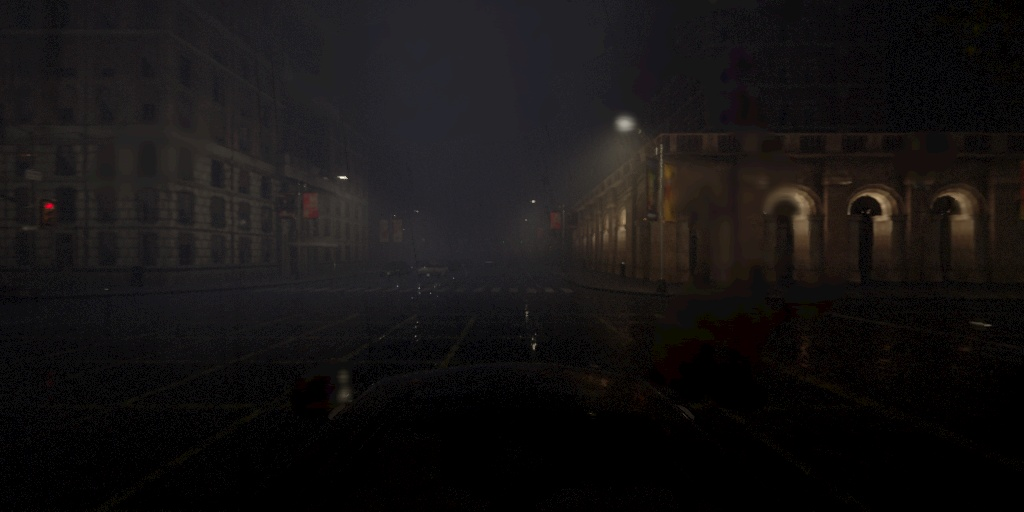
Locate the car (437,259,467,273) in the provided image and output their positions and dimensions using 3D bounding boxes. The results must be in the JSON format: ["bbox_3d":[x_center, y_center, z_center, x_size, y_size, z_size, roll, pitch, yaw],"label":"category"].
[{"bbox_3d":[-7.013,1.229,42.399,2.033,1.411,5.357,0,0,1],"label":"car"}]

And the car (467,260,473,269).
[{"bbox_3d":[-6.862,1.156,52.559,2.128,1.511,4.902,0,0,1],"label":"car"}]

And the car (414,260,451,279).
[{"bbox_3d":[-7.090,1.299,32.547,1.895,1.301,4.718,0,0,0],"label":"car"}]

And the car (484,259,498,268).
[{"bbox_3d":[-3.320,1.149,56.576,2.128,1.511,4.902,0,0,1],"label":"car"}]

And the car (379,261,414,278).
[{"bbox_3d":[-10.586,1.223,33.069,1.812,1.442,4.674,0,0,0],"label":"car"}]

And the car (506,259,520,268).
[{"bbox_3d":[0.180,1.183,56.548,1.812,1.442,4.674,0,0,1],"label":"car"}]
